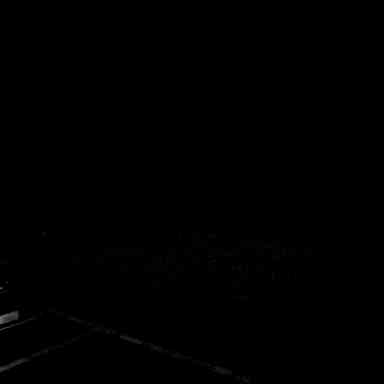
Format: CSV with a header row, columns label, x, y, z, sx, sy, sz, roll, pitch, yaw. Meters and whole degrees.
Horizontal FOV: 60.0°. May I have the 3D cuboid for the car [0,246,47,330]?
label,x,y,z,sx,sy,sz,roll,pitch,yaw
car,-4.440,1.620,6.130,4.403,1.369,2.008,-1,0,35
